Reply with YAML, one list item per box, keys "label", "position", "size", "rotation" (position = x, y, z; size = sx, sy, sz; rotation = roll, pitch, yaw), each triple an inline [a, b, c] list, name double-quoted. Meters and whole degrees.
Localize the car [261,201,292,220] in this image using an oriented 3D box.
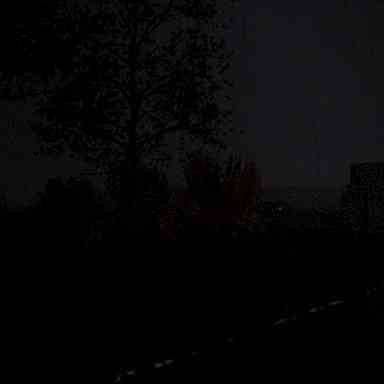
- label: "car"
  position: [7.423, 1.611, 31.945]
  size: [2.097, 1.767, 4.553]
  rotation: [-1, 0, -35]
